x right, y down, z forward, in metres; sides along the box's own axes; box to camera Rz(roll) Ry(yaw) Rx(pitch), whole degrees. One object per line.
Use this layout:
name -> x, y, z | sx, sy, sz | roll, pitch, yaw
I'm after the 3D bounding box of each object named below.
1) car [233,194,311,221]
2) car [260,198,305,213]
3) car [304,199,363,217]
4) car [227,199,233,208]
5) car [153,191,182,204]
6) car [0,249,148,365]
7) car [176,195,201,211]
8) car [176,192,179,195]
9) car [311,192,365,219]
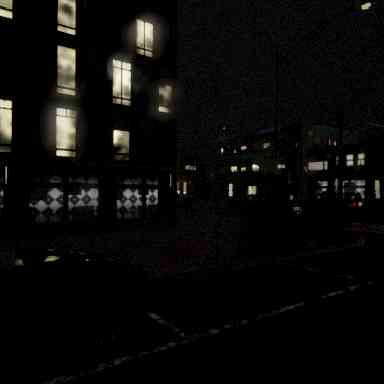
car -> 5.802, 1.101, 24.801 | 2.192, 1.841, 5.009 | 1, 0, -36
car -> 9.254, 1.340, 34.236 | 1.802, 1.307, 4.206 | 1, 0, -36
car -> 12.543, 1.371, 29.771 | 1.887, 1.381, 4.507 | 1, 0, -36
car -> 5.966, 1.130, 38.703 | 1.967, 1.590, 4.097 | 1, 0, -36
car -> -3.898, 0.793, 52.097 | 2.192, 1.841, 5.009 | 1, 0, -36
car -> -2.695, 1.566, 4.633 | 4.313, 1.339, 1.947 | 0, 0, -36
car -> -0.783, 1.230, 33.732 | 1.802, 1.307, 4.206 | 1, 0, -36
car -> -0.614, 1.101, 47.633 | 2.008, 1.369, 4.403 | 1, 0, -36
car -> 11.042, 1.048, 27.016 | 2.150, 2.045, 5.566 | 0, 1, -34
